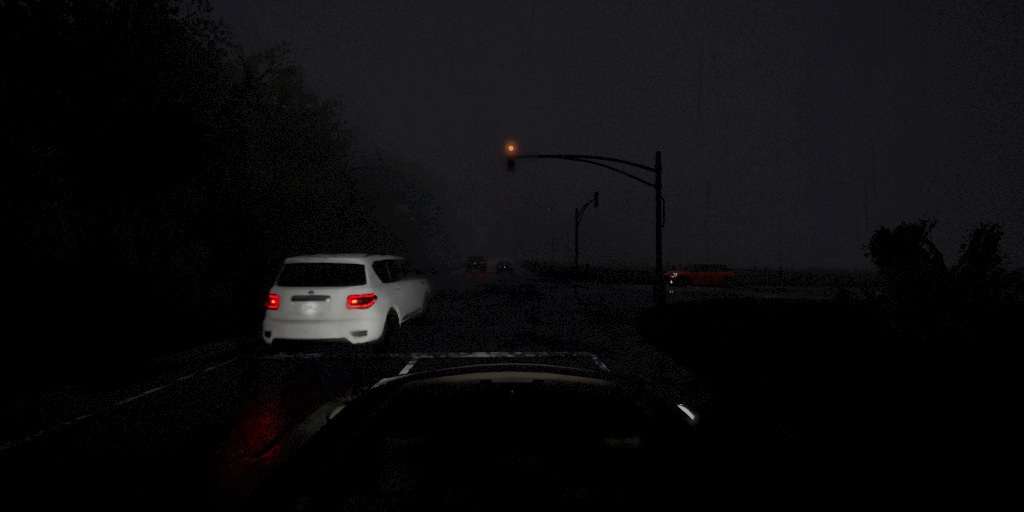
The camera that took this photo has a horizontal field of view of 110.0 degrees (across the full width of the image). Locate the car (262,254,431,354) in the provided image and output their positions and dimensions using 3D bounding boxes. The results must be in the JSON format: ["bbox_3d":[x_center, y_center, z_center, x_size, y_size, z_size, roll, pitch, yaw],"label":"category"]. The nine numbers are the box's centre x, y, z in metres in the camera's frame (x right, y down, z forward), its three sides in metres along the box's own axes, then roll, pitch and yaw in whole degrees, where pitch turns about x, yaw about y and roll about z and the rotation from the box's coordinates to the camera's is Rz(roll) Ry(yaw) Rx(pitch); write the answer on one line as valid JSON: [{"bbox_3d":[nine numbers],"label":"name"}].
[{"bbox_3d":[-3.573,0.975,8.931,2.150,2.045,5.566,0,0,-1],"label":"car"}]

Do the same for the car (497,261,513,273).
[{"bbox_3d":[-0.882,1.302,43.360,2.033,1.411,5.357,0,0,-1],"label":"car"}]

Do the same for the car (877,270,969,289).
[{"bbox_3d":[28.146,1.595,24.649,5.008,1.535,1.882,1,-1,-1],"label":"car"}]

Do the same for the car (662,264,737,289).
[{"bbox_3d":[12.676,1.305,24.570,4.553,1.767,2.097,1,-1,1],"label":"car"}]

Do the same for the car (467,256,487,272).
[{"bbox_3d":[-4.444,0.976,45.966,2.150,2.045,5.566,0,0,-1],"label":"car"}]
